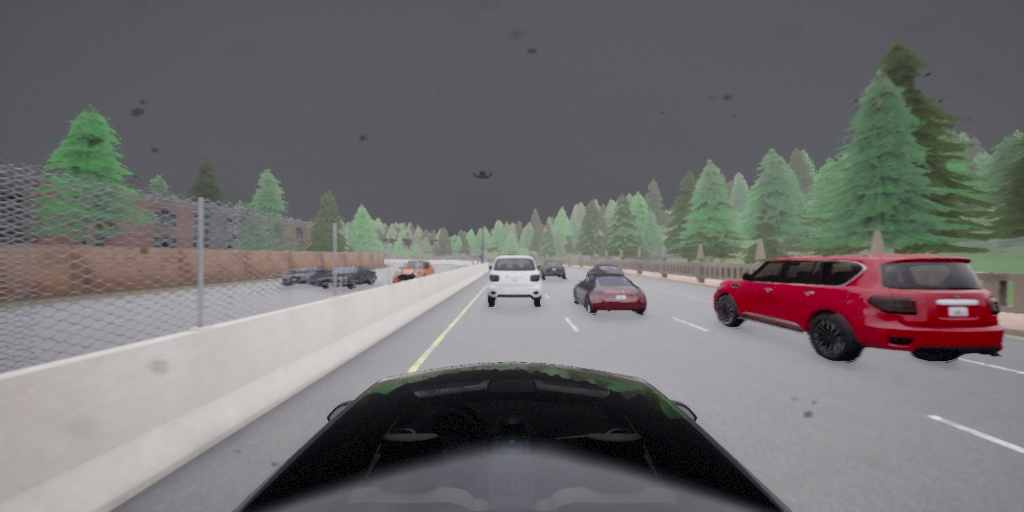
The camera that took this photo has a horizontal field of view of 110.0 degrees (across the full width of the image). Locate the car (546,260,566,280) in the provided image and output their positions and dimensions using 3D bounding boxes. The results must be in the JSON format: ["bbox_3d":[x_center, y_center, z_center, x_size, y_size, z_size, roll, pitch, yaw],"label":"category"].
[{"bbox_3d":[3.603,1.160,32.787,2.097,1.767,4.553,0,0,0],"label":"car"}]

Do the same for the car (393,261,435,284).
[{"bbox_3d":[-7.095,1.148,26.427,2.097,1.767,4.553,0,0,0],"label":"car"}]

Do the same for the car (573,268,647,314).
[{"bbox_3d":[3.601,1.337,13.851,1.994,1.385,4.181,0,0,0],"label":"car"}]

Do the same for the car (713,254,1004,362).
[{"bbox_3d":[7.100,0.984,8.387,2.150,2.045,5.566,0,0,0],"label":"car"}]

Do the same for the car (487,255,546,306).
[{"bbox_3d":[0.101,0.999,16.095,2.150,2.045,5.566,0,0,0],"label":"car"}]

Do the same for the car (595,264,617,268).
[{"bbox_3d":[7.102,1.346,27.708,2.033,1.411,5.357,0,0,0],"label":"car"}]

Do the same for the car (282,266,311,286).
[{"bbox_3d":[-14.096,1.358,25.213,1.994,1.385,4.181,0,0,0],"label":"car"}]

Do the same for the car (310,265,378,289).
[{"bbox_3d":[-10.599,1.339,23.580,2.033,1.411,5.357,0,0,0],"label":"car"}]
